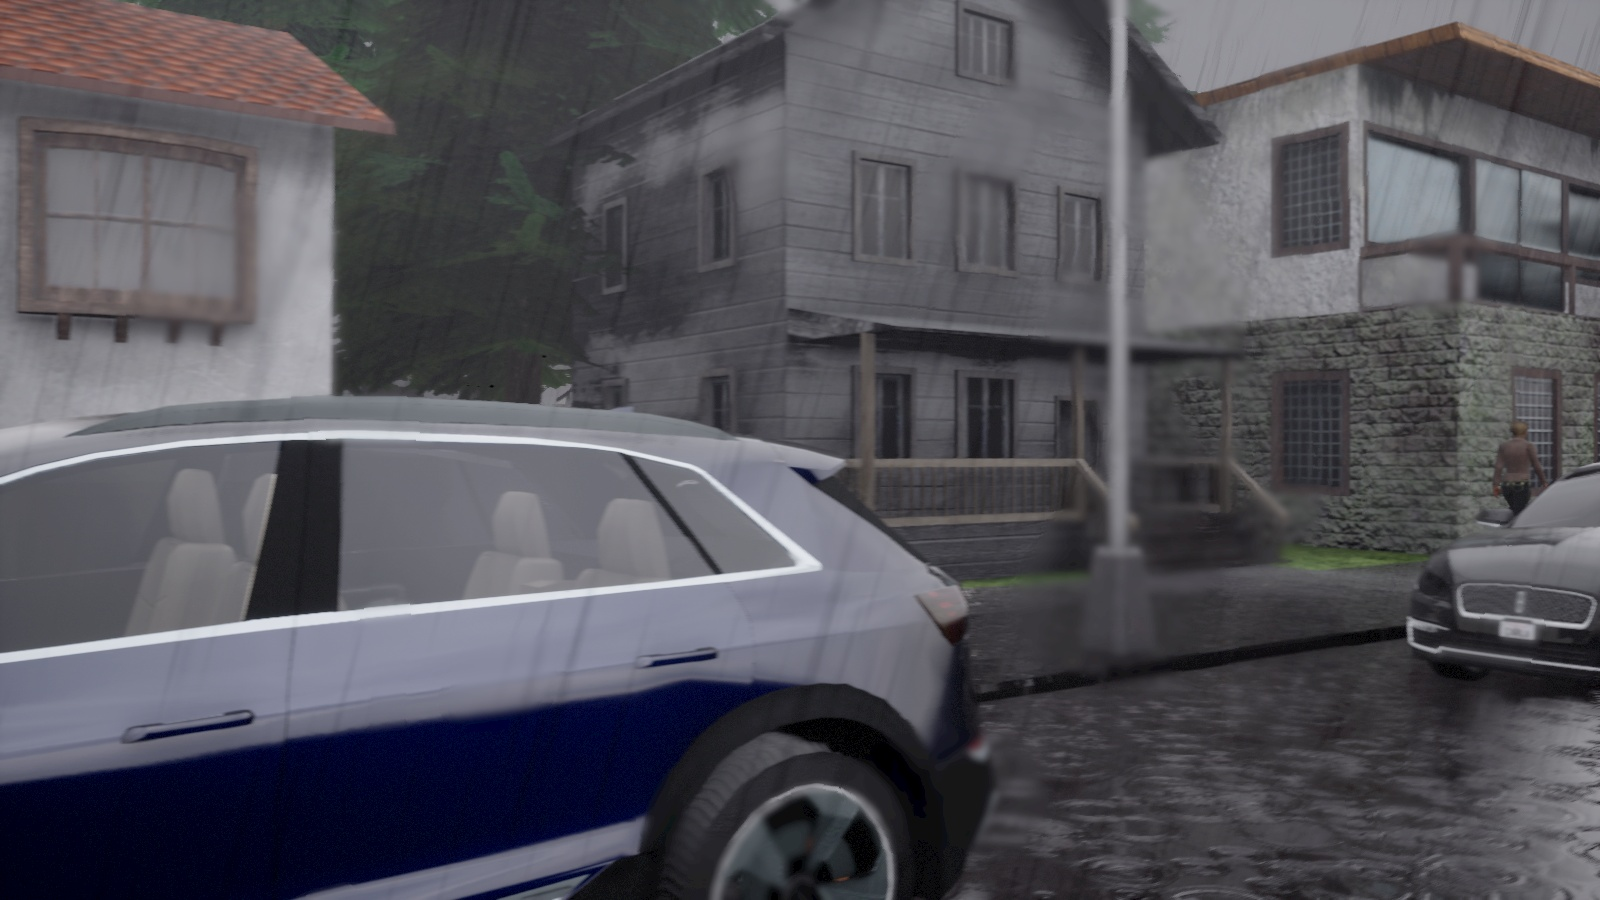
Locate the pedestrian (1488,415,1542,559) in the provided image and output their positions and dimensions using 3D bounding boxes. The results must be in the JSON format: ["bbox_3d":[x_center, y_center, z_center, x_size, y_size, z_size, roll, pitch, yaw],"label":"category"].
[{"bbox_3d":[9.342,0.475,16.411,0.634,1.846,0.331,0,0,-30],"label":"pedestrian"}]

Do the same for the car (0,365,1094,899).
[{"bbox_3d":[-1.715,0.686,3.084,4.856,1.649,2.033,0,0,-35],"label":"car"}]

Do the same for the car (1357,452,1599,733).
[{"bbox_3d":[5.998,0.758,8.441,4.892,1.490,1.837,0,0,-35],"label":"car"}]
